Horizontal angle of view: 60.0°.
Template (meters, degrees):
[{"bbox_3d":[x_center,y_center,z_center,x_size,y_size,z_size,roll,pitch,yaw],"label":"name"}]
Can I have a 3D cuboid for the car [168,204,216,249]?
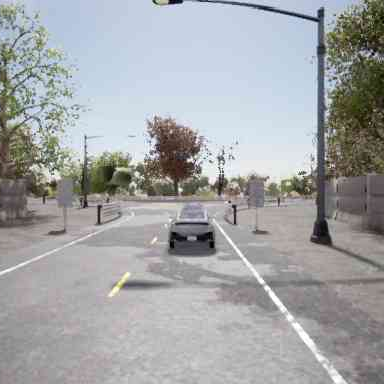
[{"bbox_3d":[0.000,1.498,14.659,2.128,1.511,4.902,0,0,0],"label":"car"}]

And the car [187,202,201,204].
[{"bbox_3d":[0.143,1.580,29.518,1.994,1.385,4.181,0,0,4],"label":"car"}]
